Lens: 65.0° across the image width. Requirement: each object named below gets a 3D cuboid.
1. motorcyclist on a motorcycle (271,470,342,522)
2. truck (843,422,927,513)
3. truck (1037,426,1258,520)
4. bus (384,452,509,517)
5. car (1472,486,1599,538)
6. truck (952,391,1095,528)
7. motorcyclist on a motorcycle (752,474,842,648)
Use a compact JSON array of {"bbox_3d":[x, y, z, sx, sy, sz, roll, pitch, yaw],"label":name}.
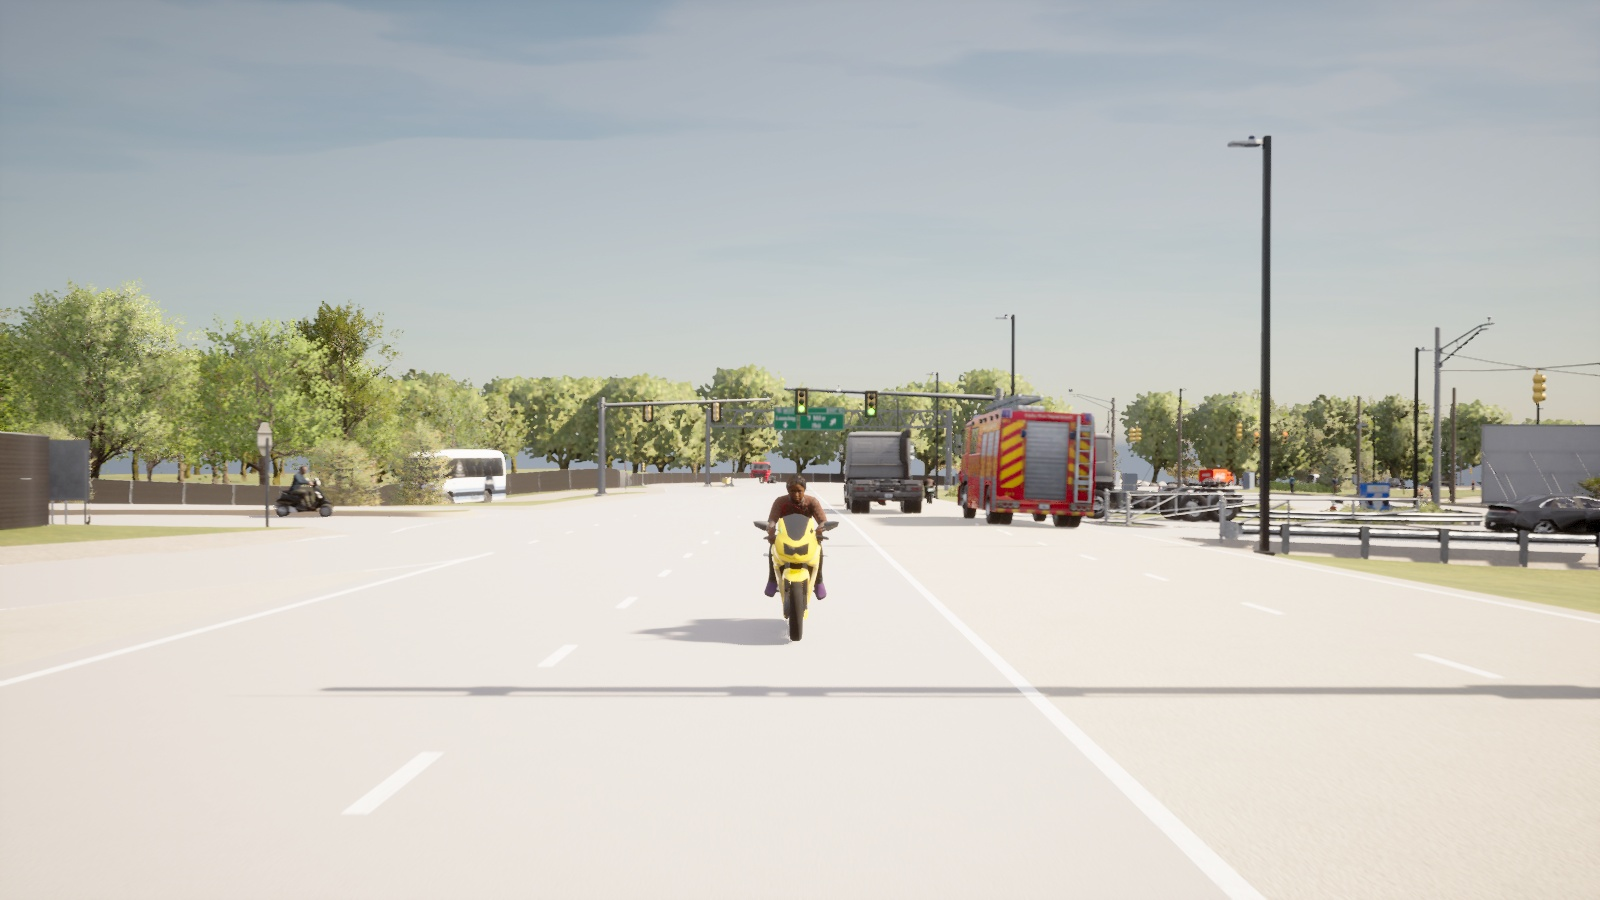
[{"bbox_3d":[-15.076,1.400,38.412,1.817,1.590,0.866,0,-1,-1],"label":"motorcyclist on a motorcycle"},{"bbox_3d":[3.370,0.784,51.928,2.891,3.462,7.936,0,-2,0],"label":"truck"},{"bbox_3d":[13.738,0.943,50.050,7.936,3.462,2.891,1,-1,-1],"label":"truck"},{"bbox_3d":[-24.967,2.322,89.535,3.944,4.253,10.273,0,0,14],"label":"bus"},{"bbox_3d":[23.698,1.872,38.657,4.902,1.511,2.128,0,-1,-2],"label":"car"},{"bbox_3d":[6.929,0.355,40.245,2.891,3.827,8.468,2,-1,0],"label":"truck"},{"bbox_3d":[-0.029,0.998,12.115,0.797,1.523,2.044,0,-1,0],"label":"motorcyclist on a motorcycle"}]
